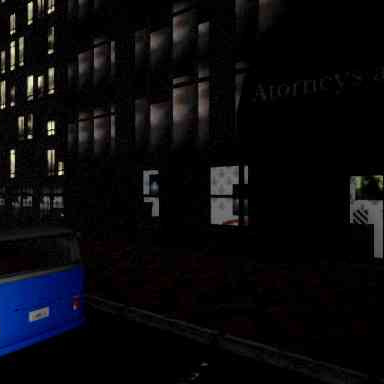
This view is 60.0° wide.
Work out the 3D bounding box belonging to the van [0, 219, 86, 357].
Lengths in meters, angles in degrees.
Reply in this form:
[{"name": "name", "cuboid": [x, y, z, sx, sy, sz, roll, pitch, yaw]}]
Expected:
[{"name": "van", "cuboid": [-3.474, 1.341, 5.370, 3.998, 1.788, 1.690, 0, 0, 36]}]
